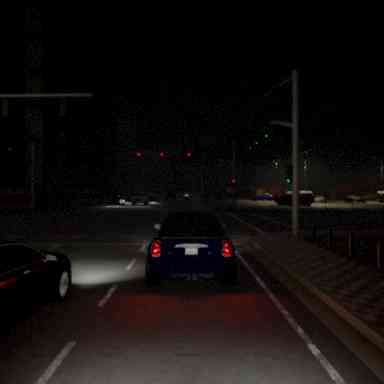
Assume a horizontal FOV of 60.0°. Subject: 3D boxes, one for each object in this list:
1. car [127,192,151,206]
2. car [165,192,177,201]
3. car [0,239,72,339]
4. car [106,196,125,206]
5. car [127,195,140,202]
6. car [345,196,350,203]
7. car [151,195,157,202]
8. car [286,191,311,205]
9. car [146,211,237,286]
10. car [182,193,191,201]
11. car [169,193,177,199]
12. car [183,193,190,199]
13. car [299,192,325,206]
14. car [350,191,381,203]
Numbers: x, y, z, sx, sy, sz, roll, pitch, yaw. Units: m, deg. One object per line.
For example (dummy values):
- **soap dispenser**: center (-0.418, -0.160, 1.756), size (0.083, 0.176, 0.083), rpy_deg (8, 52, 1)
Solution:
- **car**: center (-8.011, 1.010, 51.122), size (2.150, 2.045, 5.566), rpy_deg (0, 1, -1)
- **car**: center (-4.711, 0.915, 73.547), size (2.150, 2.045, 5.566), rpy_deg (0, 0, -1)
- **car**: center (-3.498, 1.483, 5.281), size (1.837, 1.490, 4.892), rpy_deg (0, 0, 0)
- **car**: center (-11.495, 1.341, 50.515), size (2.033, 1.411, 5.357), rpy_deg (0, 0, 0)
- **car**: center (-11.633, 1.330, 66.218), size (1.895, 1.301, 4.718), rpy_deg (0, 0, 0)
- **car**: center (35.787, 1.125, 71.297), size (3.905, 1.438, 1.784), rpy_deg (0, 0, 0)
- **car**: center (-8.134, 1.329, 66.230), size (1.895, 1.301, 4.718), rpy_deg (0, 0, 0)
- **car**: center (20.707, 0.950, 62.767), size (4.605, 1.855, 1.932), rpy_deg (0, 0, 0)
- **car**: center (-0.037, 1.313, 9.450), size (2.097, 1.767, 4.553), rpy_deg (0, 0, -1)
- **car**: center (-1.215, 1.293, 73.915), size (1.895, 1.301, 4.718), rpy_deg (0, 0, -1)
- **car**: center (-4.840, 1.019, 83.938), size (1.837, 1.490, 4.892), rpy_deg (0, 0, -1)
- **car**: center (-1.340, 1.043, 83.982), size (1.812, 1.442, 4.674), rpy_deg (0, 0, -1)
- **car**: center (20.787, 1.215, 57.190), size (3.806, 1.475, 1.970), rpy_deg (0, 0, 0)
- **car**: center (35.738, 0.926, 68.399), size (4.605, 1.855, 1.932), rpy_deg (0, 0, 0)
